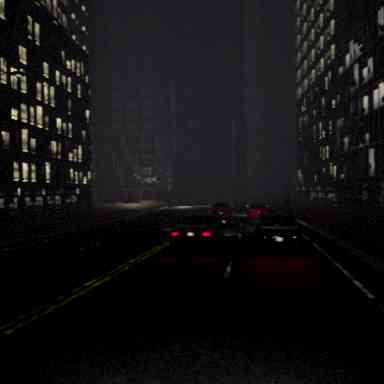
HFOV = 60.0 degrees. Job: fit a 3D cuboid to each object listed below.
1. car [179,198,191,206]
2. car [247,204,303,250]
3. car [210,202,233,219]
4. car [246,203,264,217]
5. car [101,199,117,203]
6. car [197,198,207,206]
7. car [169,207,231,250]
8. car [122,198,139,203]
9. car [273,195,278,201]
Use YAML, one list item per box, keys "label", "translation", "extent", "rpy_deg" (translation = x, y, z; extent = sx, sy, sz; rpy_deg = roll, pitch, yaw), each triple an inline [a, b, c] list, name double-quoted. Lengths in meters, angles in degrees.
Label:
- label: "car"
  translation: [-1.311, 1.910, 64.030]
  extent: [2.128, 1.511, 4.902]
  rpy_deg: [-1, 0, 5]
- label: "car"
  translation: [3.642, 1.525, 14.602]
  extent: [2.128, 1.511, 4.902]
  rpy_deg: [-1, 0, 10]
- label: "car"
  translation: [2.676, 1.621, 30.327]
  extent: [1.882, 1.535, 5.008]
  rpy_deg: [-1, 0, 6]
- label: "car"
  translation: [5.884, 1.647, 29.746]
  extent: [1.994, 1.385, 4.181]
  rpy_deg: [-1, 0, 6]
- label: "car"
  translation: [-21.635, 2.322, 87.119]
  extent: [4.206, 1.307, 1.802]
  rpy_deg: [-1, 0, 5]
- label: "car"
  translation: [1.949, 1.896, 63.809]
  extent: [2.033, 1.411, 5.357]
  rpy_deg: [-1, 0, 5]
- label: "car"
  translation: [0.394, 1.637, 14.888]
  extent: [2.033, 1.411, 5.357]
  rpy_deg: [-1, 0, 10]
- label: "car"
  translation: [-15.975, 2.248, 86.592]
  extent: [4.313, 1.339, 1.947]
  rpy_deg: [-1, 0, 5]
- label: "car"
  translation: [22.817, 1.599, 83.371]
  extent: [5.009, 1.841, 2.192]
  rpy_deg: [-1, 0, 5]
